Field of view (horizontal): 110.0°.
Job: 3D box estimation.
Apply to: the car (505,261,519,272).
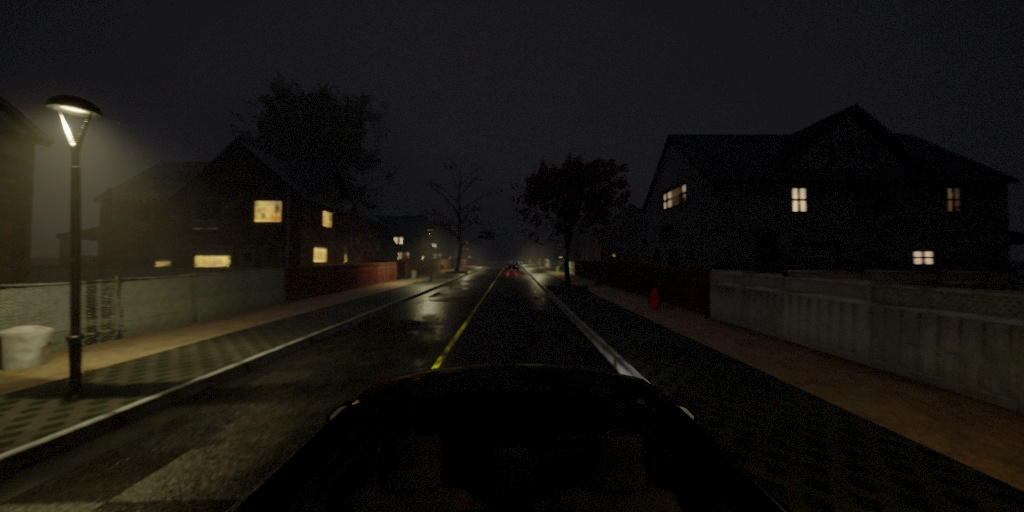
[{"bbox_3d":[-0.002,1.387,47.347,1.895,1.301,4.718,0,0,0],"label":"car"}]
